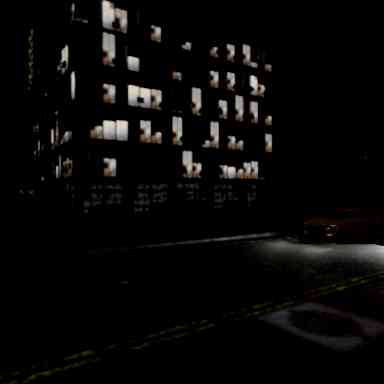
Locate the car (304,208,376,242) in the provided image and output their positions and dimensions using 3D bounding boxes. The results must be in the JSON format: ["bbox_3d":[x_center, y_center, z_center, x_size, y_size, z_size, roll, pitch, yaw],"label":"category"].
[{"bbox_3d":[7.864,1.593,17.264,5.008,1.535,1.882,0,0,-35],"label":"car"}]

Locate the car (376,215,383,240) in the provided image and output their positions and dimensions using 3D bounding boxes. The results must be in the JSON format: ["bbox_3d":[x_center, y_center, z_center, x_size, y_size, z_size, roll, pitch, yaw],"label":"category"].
[{"bbox_3d":[10.562,1.686,15.196,4.181,1.385,1.994,0,0,-35],"label":"car"}]
